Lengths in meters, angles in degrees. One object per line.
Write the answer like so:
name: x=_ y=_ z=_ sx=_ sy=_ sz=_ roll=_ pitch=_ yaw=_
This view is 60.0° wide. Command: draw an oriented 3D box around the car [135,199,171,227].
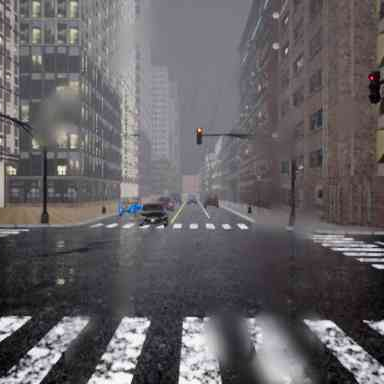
car: x=-2.643 y=1.490 z=22.471 sx=1.837 sy=1.490 sz=4.892 roll=0 pitch=0 yaw=-7

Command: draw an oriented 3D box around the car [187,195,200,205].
car: x=0.022 y=1.587 z=60.299 sx=1.895 sy=1.301 sz=4.718 roll=0 pitch=0 yaw=0

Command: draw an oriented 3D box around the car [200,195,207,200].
car: x=3.028 y=1.521 z=90.346 sx=1.812 sy=1.442 sz=4.674 roll=0 pitch=0 yaw=0

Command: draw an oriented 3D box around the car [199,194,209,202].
car: x=2.711 y=1.304 z=75.181 sx=2.192 sy=1.841 sz=5.009 roll=0 pitch=0 yaw=0

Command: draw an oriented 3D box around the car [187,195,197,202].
car: x=0.023 y=1.378 z=70.275 sx=2.033 sy=1.411 sz=5.357 roll=0 pitch=0 yaw=0

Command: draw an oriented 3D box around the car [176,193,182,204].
car: x=-3.002 y=1.211 z=61.447 sx=2.150 sy=2.045 sz=5.566 roll=0 pitch=0 yaw=0

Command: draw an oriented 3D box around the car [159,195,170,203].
car: x=-5.670 y=1.428 z=69.632 sx=1.967 sy=1.590 sz=4.097 roll=0 pitch=0 yaw=0

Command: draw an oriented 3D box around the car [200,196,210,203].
car: x=2.711 y=1.538 z=69.630 sx=2.008 sy=1.369 sz=4.403 roll=0 pitch=0 yaw=0

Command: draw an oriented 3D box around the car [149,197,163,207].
car: x=-5.675 y=1.511 z=52.809 sx=1.752 sy=1.417 sz=4.829 roll=0 pitch=0 yaw=0

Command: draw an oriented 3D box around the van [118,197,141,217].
van: x=-5.682 y=1.329 z=30.775 sx=1.690 sy=1.788 sz=3.998 roll=0 pitch=0 yaw=0

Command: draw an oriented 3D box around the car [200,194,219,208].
car: x=2.703 y=1.301 z=47.427 sx=2.192 sy=1.841 sz=5.009 roll=0 pitch=0 yaw=0

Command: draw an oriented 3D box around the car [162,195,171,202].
car: x=-5.669 y=1.514 z=75.013 sx=1.752 sy=1.417 sz=4.829 roll=0 pitch=0 yaw=0

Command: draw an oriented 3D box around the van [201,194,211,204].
van: x=2.708 y=1.328 z=64.080 sx=1.690 sy=1.788 sz=3.998 roll=0 pitch=0 yaw=0

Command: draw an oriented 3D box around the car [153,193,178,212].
car: x=-3.085 y=1.338 z=37.830 sx=2.097 sy=1.767 sz=4.553 roll=0 pitch=0 yaw=0
